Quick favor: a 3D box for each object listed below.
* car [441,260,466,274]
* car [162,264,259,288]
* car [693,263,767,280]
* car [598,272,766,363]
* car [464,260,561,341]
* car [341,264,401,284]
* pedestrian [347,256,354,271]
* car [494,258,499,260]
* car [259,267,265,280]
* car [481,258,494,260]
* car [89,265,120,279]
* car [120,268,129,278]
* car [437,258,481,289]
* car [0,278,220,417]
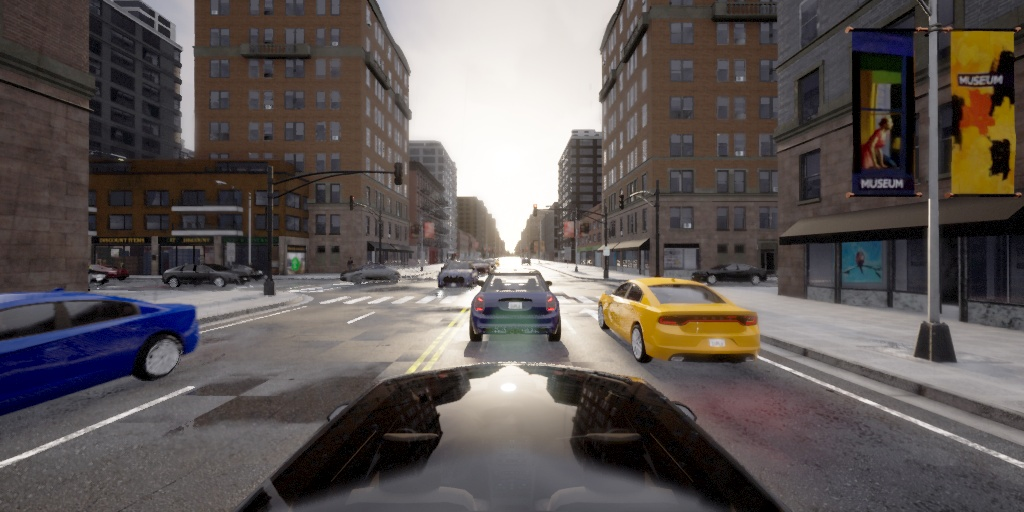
[{"bbox_3d":[-6.664,1.240,41.654,2.128,1.511,4.902,0,0,0],"label":"car"},{"bbox_3d":[-19.617,1.248,23.148,4.892,1.490,1.837,0,0,0],"label":"car"},{"bbox_3d":[15.844,1.267,26.327,5.008,1.535,1.882,0,0,1],"label":"car"},{"bbox_3d":[3.315,1.228,8.176,1.882,1.535,5.008,0,0,1],"label":"car"},{"bbox_3d":[0.077,1.102,9.977,2.097,1.767,4.553,0,0,0],"label":"car"},{"bbox_3d":[-10.615,1.326,27.096,4.181,1.385,1.994,0,0,-39],"label":"car"},{"bbox_3d":[-14.189,0.920,31.491,0.375,1.860,0.375,0,0,0],"label":"pedestrian"},{"bbox_3d":[-3.425,1.248,54.380,1.837,1.490,4.892,0,0,0],"label":"car"},{"bbox_3d":[-22.167,1.330,28.642,4.313,1.339,1.948,0,0,0],"label":"car"},{"bbox_3d":[-3.408,1.101,39.183,2.097,1.767,4.553,0,0,0],"label":"car"},{"bbox_3d":[-29.105,1.232,23.182,4.902,1.511,2.128,0,0,0],"label":"car"},{"bbox_3d":[-33.189,1.344,28.681,4.207,1.307,1.802,0,0,0],"label":"car"},{"bbox_3d":[-3.383,1.101,22.996,2.097,1.767,4.553,0,0,0],"label":"car"},{"bbox_3d":[-6.604,1.227,4.395,1.882,1.535,5.008,0,0,0],"label":"car"}]
